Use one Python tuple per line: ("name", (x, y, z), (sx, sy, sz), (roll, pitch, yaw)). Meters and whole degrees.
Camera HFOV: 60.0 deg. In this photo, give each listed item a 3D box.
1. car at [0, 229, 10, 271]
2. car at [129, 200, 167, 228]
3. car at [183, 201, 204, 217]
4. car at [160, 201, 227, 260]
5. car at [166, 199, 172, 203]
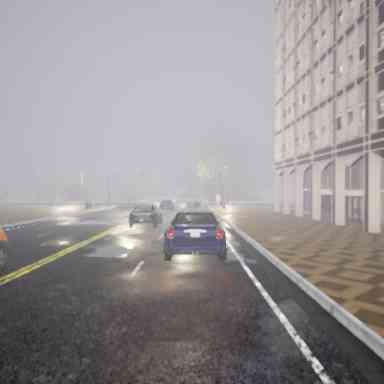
("car", (-6.524, 1.384, 8.059), (2.097, 1.767, 4.553), (0, 0, 0))
("car", (-3.145, 1.580, 23.139), (2.128, 1.511, 4.902), (0, 0, 0))
("car", (0.105, 1.674, 34.868), (2.033, 1.411, 5.357), (0, 0, 0))
("car", (0.103, 1.404, 12.854), (2.097, 1.767, 4.553), (0, 0, 0))
("car", (-3.141, 1.673, 42.030), (1.812, 1.442, 4.674), (0, 0, 0))
